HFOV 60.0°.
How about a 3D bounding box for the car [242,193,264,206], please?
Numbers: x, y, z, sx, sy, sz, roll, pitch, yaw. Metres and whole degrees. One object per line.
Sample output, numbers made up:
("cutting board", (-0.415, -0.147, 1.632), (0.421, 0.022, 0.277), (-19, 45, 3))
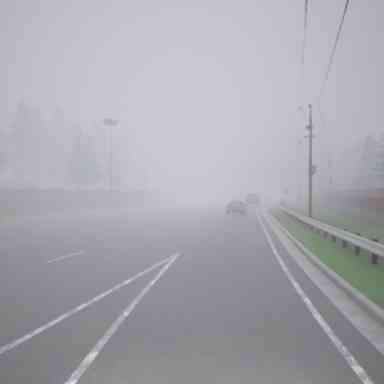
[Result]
("car", (10.065, 1.274, 54.412), (2.150, 2.045, 5.566), (0, 0, 16))

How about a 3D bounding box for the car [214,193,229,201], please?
("car", (7.753, 1.638, 84.453), (1.895, 1.301, 4.718), (0, 0, 16))

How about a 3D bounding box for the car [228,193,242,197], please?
("car", (11.106, 1.608, 83.448), (1.994, 1.385, 4.181), (0, 0, 16))

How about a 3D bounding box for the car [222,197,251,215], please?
("car", (4.592, 1.574, 34.094), (2.033, 1.411, 5.357), (0, 0, 13))

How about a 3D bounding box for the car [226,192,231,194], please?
("car", (10.547, 1.121, 94.059), (2.150, 2.045, 5.566), (0, 0, 16))

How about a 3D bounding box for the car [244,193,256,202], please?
("car", (14.360, 1.293, 82.099), (2.150, 2.045, 5.566), (0, 0, 16))

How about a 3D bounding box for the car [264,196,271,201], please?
("car", (19.911, 1.652, 88.664), (1.994, 1.385, 4.181), (0, 0, 16))

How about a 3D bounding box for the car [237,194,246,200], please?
("car", (13.899, 1.409, 93.053), (1.837, 1.490, 4.892), (0, 0, 16))

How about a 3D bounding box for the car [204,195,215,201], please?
("car", (4.384, 1.553, 85.402), (1.812, 1.442, 4.674), (0, 0, 16))

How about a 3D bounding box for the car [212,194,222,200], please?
("car", (7.177, 1.407, 95.007), (1.812, 1.442, 4.674), (0, 0, 16))
